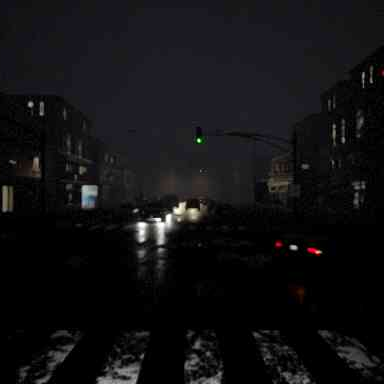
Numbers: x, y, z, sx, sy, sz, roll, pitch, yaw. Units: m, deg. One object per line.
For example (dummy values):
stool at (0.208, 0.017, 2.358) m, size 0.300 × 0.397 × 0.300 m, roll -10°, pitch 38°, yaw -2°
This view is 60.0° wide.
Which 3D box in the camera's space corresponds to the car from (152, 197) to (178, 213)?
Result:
car at (-3.057, 1.615, 38.484) m, size 2.128 × 1.511 × 4.902 m, roll 0°, pitch 0°, yaw 0°

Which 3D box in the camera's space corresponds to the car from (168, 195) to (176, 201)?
car at (-5.664, 1.763, 95.359) m, size 1.967 × 1.590 × 4.097 m, roll 0°, pitch 0°, yaw 0°

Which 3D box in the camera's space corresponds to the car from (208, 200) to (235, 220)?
car at (2.701, 1.659, 29.080) m, size 1.947 × 1.339 × 4.313 m, roll 0°, pitch 0°, yaw 0°

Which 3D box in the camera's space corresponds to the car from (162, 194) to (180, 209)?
car at (-2.989, 1.380, 49.141) m, size 2.150 × 2.045 × 5.566 m, roll 0°, pitch 0°, yaw 0°

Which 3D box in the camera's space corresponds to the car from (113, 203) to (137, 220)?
car at (-5.680, 1.675, 29.095) m, size 1.802 × 1.307 × 4.206 m, roll 0°, pitch 0°, yaw 0°

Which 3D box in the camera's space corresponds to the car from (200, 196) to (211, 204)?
car at (2.710, 1.662, 67.733) m, size 1.967 × 1.590 × 4.097 m, roll 0°, pitch 0°, yaw 0°

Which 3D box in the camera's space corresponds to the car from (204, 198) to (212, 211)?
car at (2.703, 1.710, 40.123) m, size 1.802 × 1.307 × 4.206 m, roll 0°, pitch 0°, yaw 0°

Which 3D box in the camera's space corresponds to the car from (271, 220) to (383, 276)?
car at (4.955, 1.588, 10.402) m, size 5.357 × 1.411 × 2.033 m, roll 0°, pitch 0°, yaw -31°

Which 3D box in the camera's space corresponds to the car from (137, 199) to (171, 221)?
car at (-3.102, 1.616, 28.132) m, size 1.812 × 1.442 × 4.674 m, roll 0°, pitch 0°, yaw 1°

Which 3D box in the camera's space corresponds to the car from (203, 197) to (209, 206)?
car at (2.707, 1.735, 56.690) m, size 2.008 × 1.369 × 4.403 m, roll 0°, pitch 0°, yaw 0°

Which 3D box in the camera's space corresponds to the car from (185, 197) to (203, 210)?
car at (0.110, 1.623, 45.221) m, size 1.882 × 1.535 × 5.008 m, roll 0°, pitch 0°, yaw 0°

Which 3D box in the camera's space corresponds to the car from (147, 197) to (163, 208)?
car at (-5.674, 1.605, 51.183) m, size 1.967 × 1.590 × 4.097 m, roll 0°, pitch 0°, yaw 0°

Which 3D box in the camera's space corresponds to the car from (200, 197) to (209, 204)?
car at (2.711, 1.792, 73.256) m, size 2.008 × 1.369 × 4.403 m, roll 0°, pitch 0°, yaw 0°

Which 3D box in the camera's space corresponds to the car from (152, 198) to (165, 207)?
car at (-5.673, 1.709, 56.535) m, size 1.752 × 1.417 × 4.829 m, roll 0°, pitch 0°, yaw 0°

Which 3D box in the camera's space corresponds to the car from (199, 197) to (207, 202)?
car at (2.713, 1.863, 84.298) m, size 1.802 × 1.307 × 4.206 m, roll 0°, pitch 0°, yaw 0°

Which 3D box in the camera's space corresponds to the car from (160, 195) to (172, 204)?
car at (-5.669, 1.557, 73.272) m, size 2.192 × 1.841 × 5.009 m, roll 0°, pitch 0°, yaw 0°
